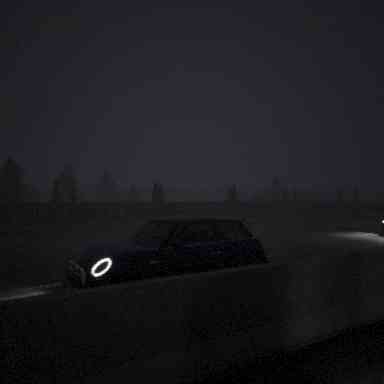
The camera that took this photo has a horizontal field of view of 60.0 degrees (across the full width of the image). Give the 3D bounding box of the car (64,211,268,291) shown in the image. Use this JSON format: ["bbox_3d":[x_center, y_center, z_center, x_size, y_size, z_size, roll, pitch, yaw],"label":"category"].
[{"bbox_3d":[-0.460,1.351,7.622,4.553,1.767,2.097,0,0,-32],"label":"car"}]

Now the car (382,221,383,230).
[{"bbox_3d":[12.927,1.616,18.721,4.892,1.490,1.837,0,0,-23],"label":"car"}]
